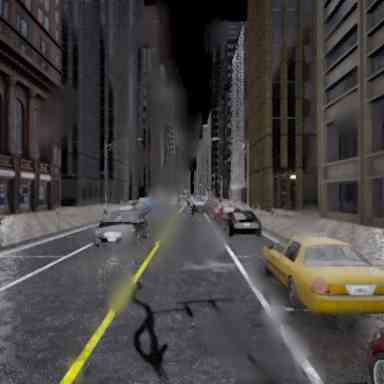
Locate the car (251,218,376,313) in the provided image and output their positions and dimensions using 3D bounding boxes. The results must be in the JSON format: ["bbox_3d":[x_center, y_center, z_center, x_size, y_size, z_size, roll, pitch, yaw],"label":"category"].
[{"bbox_3d":[2.760,1.577,7.747,1.752,1.417,4.829,0,0,0],"label":"car"}]

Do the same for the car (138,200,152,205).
[{"bbox_3d":[-5.773,1.810,35.652,1.947,1.339,4.313,0,0,0],"label":"car"}]

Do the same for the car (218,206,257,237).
[{"bbox_3d":[2.757,1.693,18.814,1.947,1.339,4.313,0,0,0],"label":"car"}]

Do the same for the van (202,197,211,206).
[{"bbox_3d":[2.744,1.781,63.765,1.690,1.788,3.998,0,0,0],"label":"van"}]

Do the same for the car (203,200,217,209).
[{"bbox_3d":[2.747,1.911,52.526,2.008,1.369,4.403,0,0,0],"label":"car"}]

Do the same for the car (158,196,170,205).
[{"bbox_3d":[-5.783,1.796,69.363,2.192,1.841,5.009,0,0,0],"label":"car"}]

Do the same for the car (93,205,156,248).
[{"bbox_3d":[-3.104,1.595,15.380,2.128,1.511,4.902,0,0,0],"label":"car"}]

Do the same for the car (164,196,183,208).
[{"bbox_3d":[-3.080,1.882,56.684,2.128,1.511,4.902,0,0,0],"label":"car"}]

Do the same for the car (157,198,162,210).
[{"bbox_3d":[-5.776,1.866,46.889,1.887,1.381,4.507,0,0,0],"label":"car"}]

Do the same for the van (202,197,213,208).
[{"bbox_3d":[2.745,1.741,58.147,1.690,1.788,3.998,0,0,0],"label":"van"}]

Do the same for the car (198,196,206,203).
[{"bbox_3d":[2.735,1.958,91.858,2.192,1.841,5.009,0,0,0],"label":"car"}]

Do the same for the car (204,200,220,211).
[{"bbox_3d":[2.749,1.887,46.908,1.947,1.339,4.313,0,0,0],"label":"car"}]

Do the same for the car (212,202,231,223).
[{"bbox_3d":[2.755,1.711,24.433,1.887,1.381,4.507,0,0,0],"label":"car"}]

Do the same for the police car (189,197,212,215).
[{"bbox_3d":[0.889,1.679,37.222,1.930,1.638,5.238,0,0,0],"label":"police car"}]

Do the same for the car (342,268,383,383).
[{"bbox_3d":[2.762,1.595,1.958,1.802,1.307,4.206,0,0,0],"label":"car"}]

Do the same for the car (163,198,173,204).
[{"bbox_3d":[-5.786,2.106,80.598,1.887,1.381,4.507,0,0,0],"label":"car"}]

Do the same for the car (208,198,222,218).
[{"bbox_3d":[2.753,1.645,30.052,1.967,1.590,4.097,0,0,0],"label":"car"}]

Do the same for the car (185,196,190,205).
[{"bbox_3d":[-0.020,2.022,71.009,1.994,1.385,4.181,0,0,0],"label":"car"}]

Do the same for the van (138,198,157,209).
[{"bbox_3d":[-5.775,1.624,41.272,1.690,1.788,3.998,0,0,0],"label":"van"}]

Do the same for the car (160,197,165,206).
[{"bbox_3d":[-5.778,1.927,52.507,1.947,1.339,4.313,0,0,0],"label":"car"}]

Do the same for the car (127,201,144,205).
[{"bbox_3d":[-5.772,1.787,30.034,1.802,1.307,4.206,0,0,0],"label":"car"}]

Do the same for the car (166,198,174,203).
[{"bbox_3d":[-5.788,2.185,86.216,1.802,1.307,4.206,0,0,0],"label":"car"}]
